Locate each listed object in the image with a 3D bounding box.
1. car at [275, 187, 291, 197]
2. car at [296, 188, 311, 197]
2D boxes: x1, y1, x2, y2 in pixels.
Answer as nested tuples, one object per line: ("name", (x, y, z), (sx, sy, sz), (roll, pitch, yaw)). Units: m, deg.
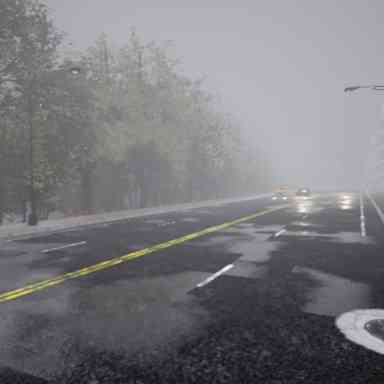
("car", (14.931, -0.022, 54.403), (1.882, 1.535, 5.008), (0, 1, 27))
("car", (17.831, 0.033, 52.935), (2.033, 1.411, 5.357), (0, 1, 27))
